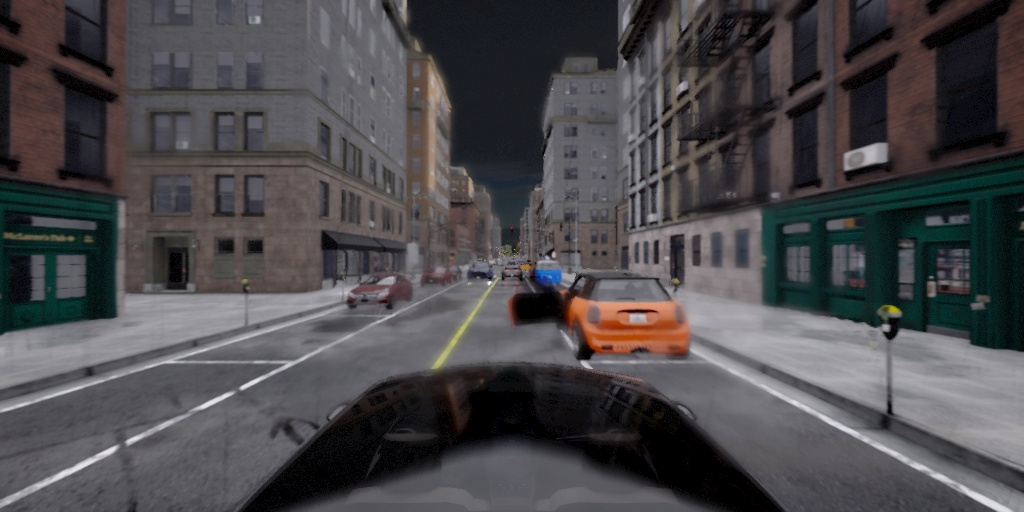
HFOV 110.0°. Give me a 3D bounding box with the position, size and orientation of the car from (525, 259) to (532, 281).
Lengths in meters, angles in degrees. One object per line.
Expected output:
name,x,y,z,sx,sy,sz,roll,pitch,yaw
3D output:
car,2.611,1.236,31.769,2.192,1.841,5.009,0,0,0

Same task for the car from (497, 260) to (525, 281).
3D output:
car,0.019,1.416,32.310,2.128,1.511,4.902,0,0,0

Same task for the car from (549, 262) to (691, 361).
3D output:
car,2.258,1.142,8.559,2.097,1.767,4.553,0,0,0

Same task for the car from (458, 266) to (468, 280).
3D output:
car,-5.414,1.487,31.761,1.948,1.339,4.313,0,0,0

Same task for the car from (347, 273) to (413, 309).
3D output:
car,-5.399,1.410,15.228,1.802,1.307,4.207,0,0,0

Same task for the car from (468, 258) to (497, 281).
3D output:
car,-2.808,1.278,32.741,2.097,1.767,4.553,0,0,0

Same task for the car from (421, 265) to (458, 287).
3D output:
car,-5.409,1.435,26.251,1.888,1.381,4.507,0,0,0

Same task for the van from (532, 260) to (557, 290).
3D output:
van,2.616,1.231,26.257,1.690,1.789,3.998,0,0,0
